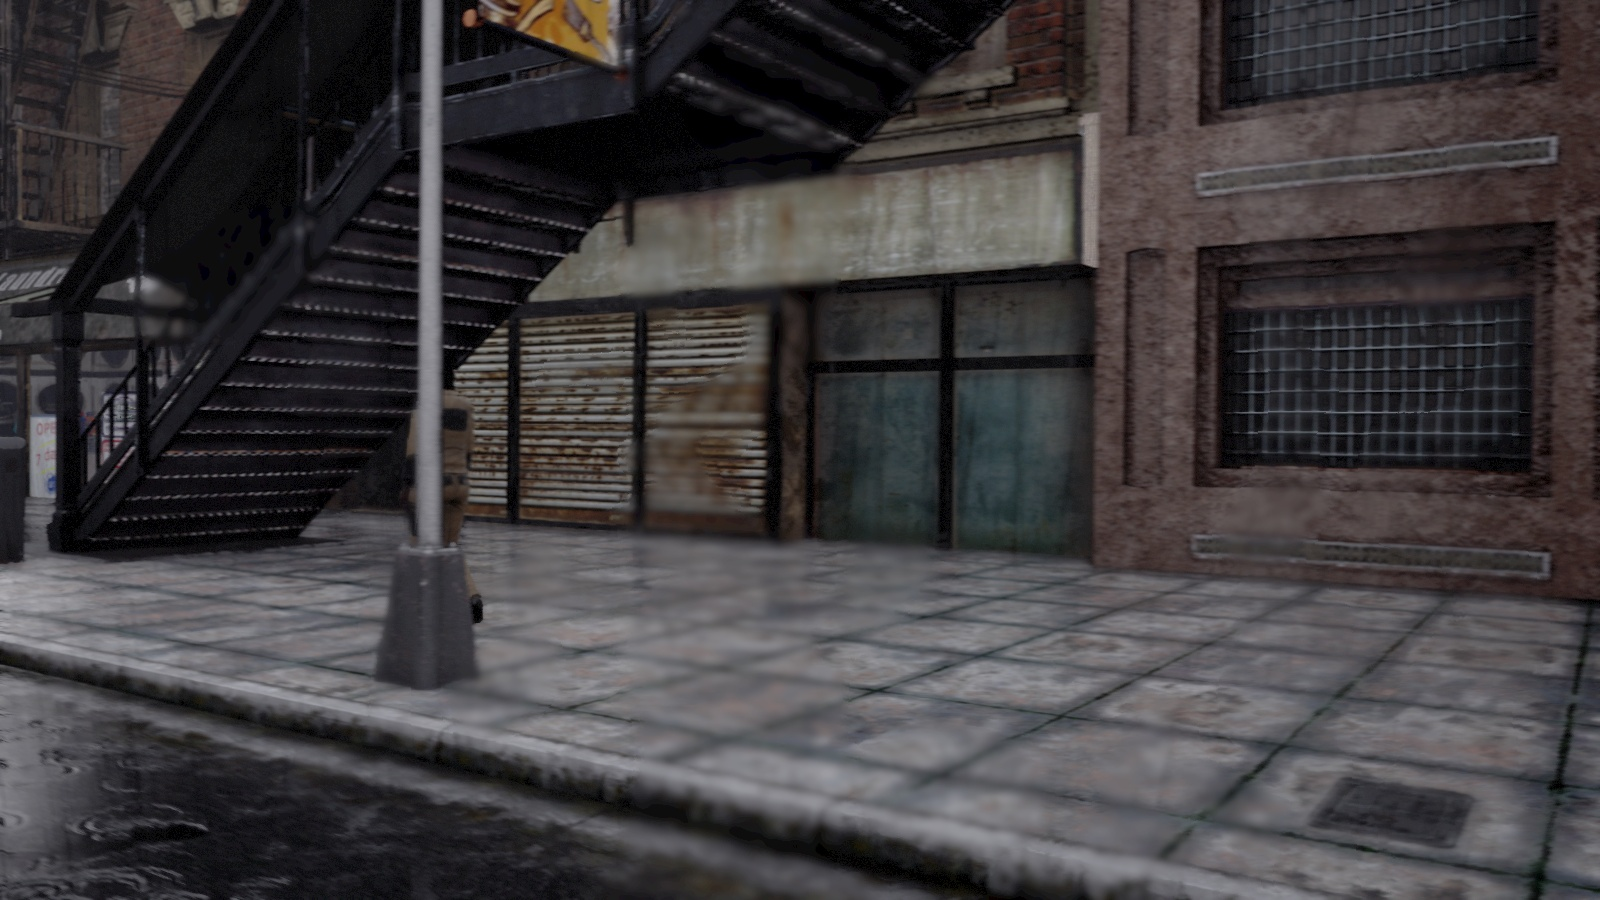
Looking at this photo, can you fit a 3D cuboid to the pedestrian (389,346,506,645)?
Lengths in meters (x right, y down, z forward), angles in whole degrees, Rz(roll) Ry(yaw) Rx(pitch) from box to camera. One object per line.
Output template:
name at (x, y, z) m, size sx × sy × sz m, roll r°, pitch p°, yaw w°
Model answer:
pedestrian at (-2.381, 0.294, 8.470) m, size 0.692 × 1.930 × 0.396 m, roll 0°, pitch 1°, yaw 37°
